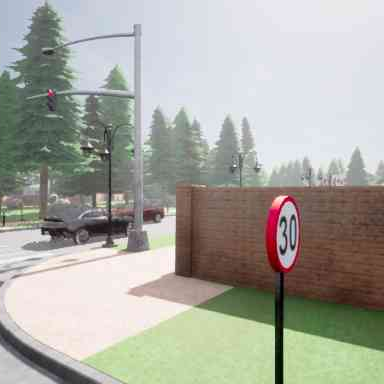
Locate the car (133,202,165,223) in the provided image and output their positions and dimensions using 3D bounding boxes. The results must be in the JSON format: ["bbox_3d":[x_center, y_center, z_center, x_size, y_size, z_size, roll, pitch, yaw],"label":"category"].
[{"bbox_3d":[-3.991,1.464,23.142,1.882,1.535,5.008,0,0,35],"label":"car"}]

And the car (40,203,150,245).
[{"bbox_3d":[-4.581,1.477,15.688,2.128,1.511,4.902,0,0,35],"label":"car"}]
